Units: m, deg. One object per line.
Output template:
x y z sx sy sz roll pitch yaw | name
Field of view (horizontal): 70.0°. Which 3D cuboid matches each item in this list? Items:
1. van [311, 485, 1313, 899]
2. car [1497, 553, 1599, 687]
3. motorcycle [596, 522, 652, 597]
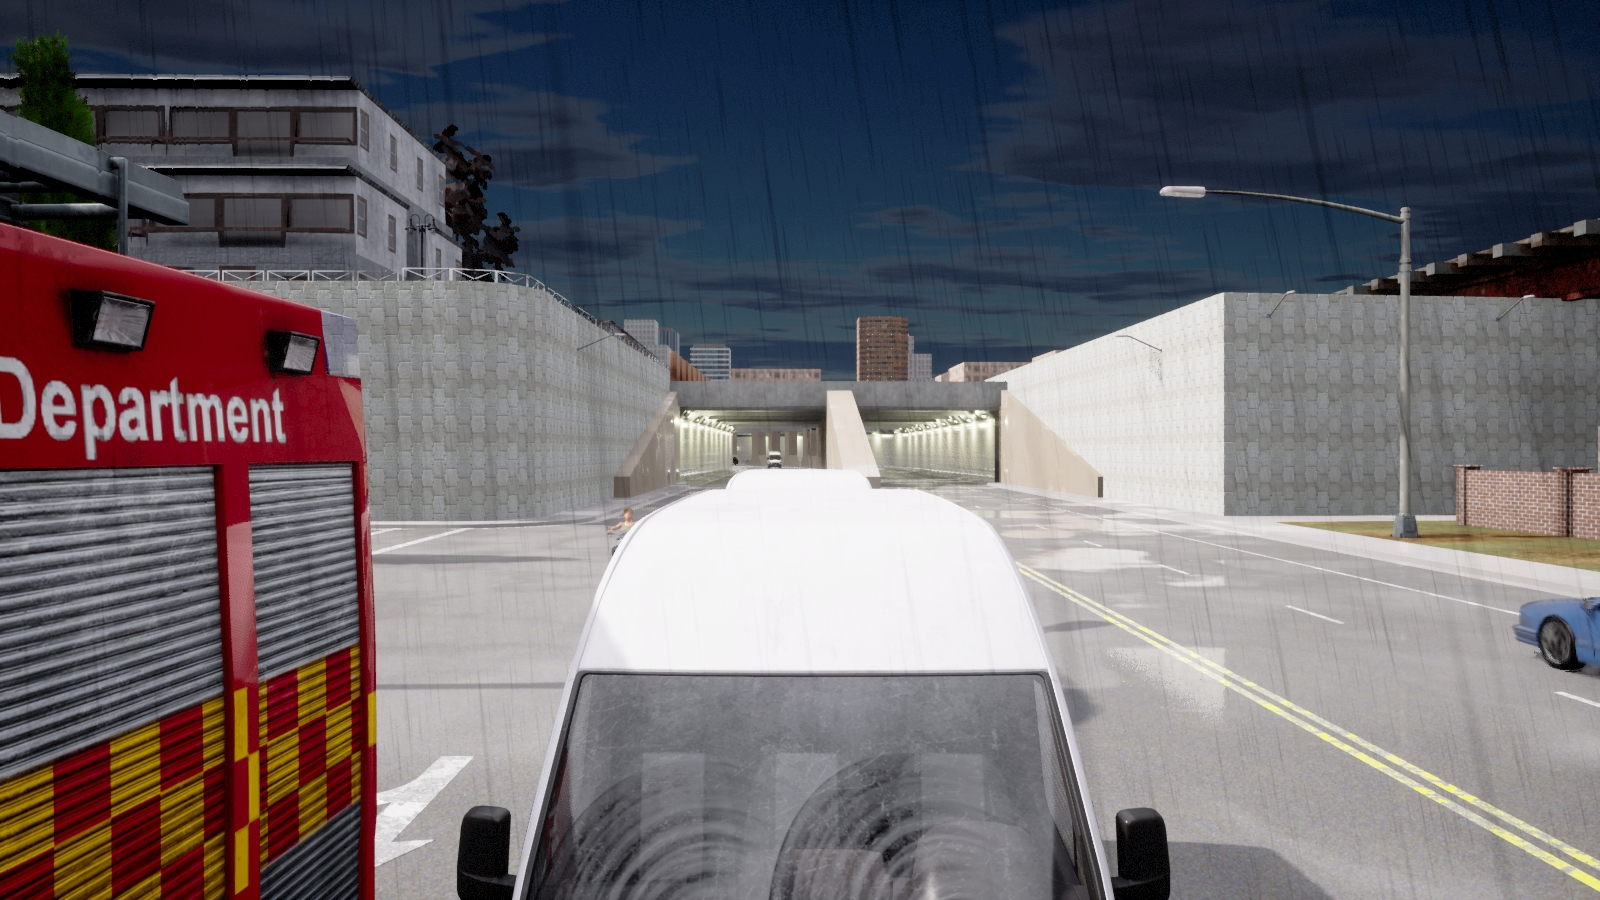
0.047 1.534 5.226 1.988 2.561 5.915 0 0 1 | van
10.491 2.106 12.858 2.033 1.411 5.357 0 0 0 | car
-3.524 2.170 23.062 0.764 1.277 2.356 0 0 0 | motorcycle
